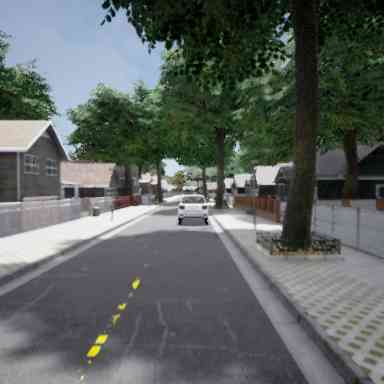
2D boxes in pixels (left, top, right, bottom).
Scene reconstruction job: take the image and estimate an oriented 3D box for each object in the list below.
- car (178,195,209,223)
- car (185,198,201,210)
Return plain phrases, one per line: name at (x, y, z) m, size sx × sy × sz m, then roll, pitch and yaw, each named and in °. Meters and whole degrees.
car at (0.089, 1.221, 25.388) m, size 2.150 × 2.045 × 5.566 m, roll 0°, pitch 0°, yaw 0°
car at (0.079, 1.563, 42.911) m, size 1.994 × 1.385 × 4.181 m, roll 0°, pitch 0°, yaw 0°
